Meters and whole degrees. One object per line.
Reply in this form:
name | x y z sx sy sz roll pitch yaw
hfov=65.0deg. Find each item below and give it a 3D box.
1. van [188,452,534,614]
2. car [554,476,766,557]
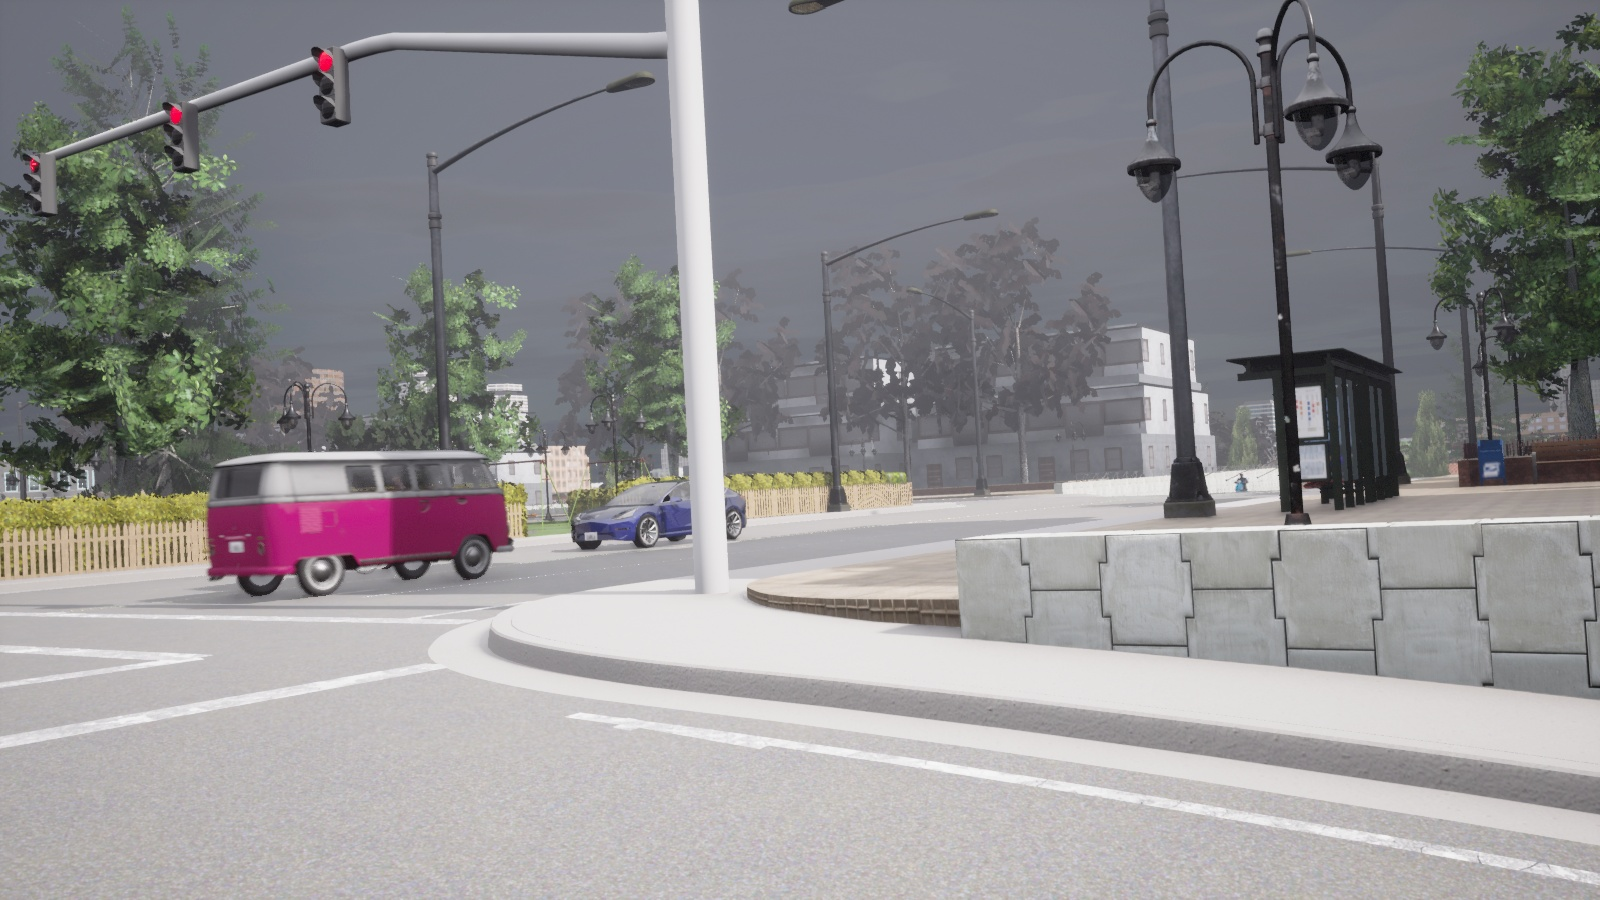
van | -6.240 1.122 18.343 1.775 1.987 4.442 -5 -2 36
car | -3.126 1.490 29.020 2.163 1.488 4.792 -5 -2 34
